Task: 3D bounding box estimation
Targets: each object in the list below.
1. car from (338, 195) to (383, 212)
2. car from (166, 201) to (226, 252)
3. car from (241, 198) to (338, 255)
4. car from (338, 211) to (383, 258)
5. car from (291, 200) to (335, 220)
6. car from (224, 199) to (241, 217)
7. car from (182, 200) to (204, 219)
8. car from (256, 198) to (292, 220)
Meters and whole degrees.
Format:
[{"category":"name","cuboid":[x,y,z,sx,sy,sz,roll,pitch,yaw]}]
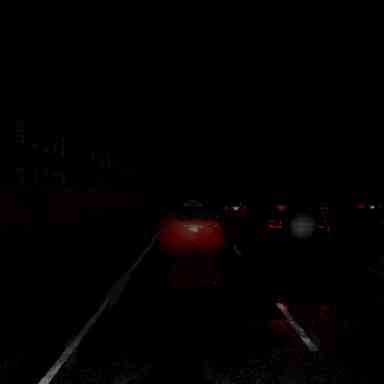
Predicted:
[{"category":"car","cuboid":[14.082,1.287,28.615,2.150,2.045,5.566,0,0,0]},{"category":"car","cuboid":[0.083,1.385,14.107,2.097,1.767,4.553,0,0,0]},{"category":"car","cuboid":[3.582,1.252,13.569,2.150,2.045,5.566,0,0,0]},{"category":"car","cuboid":[7.080,1.631,12.891,1.895,1.301,4.718,0,0,0]},{"category":"car","cuboid":[10.584,1.561,29.565,2.128,1.511,4.902,0,0,0]},{"category":"car","cuboid":[3.583,1.421,29.318,2.097,1.767,4.553,0,0,0]},{"category":"car","cuboid":[0.087,1.551,31.139,1.882,1.535,5.008,0,0,0]},{"category":"car","cuboid":[7.083,1.421,29.306,2.097,1.767,4.553,0,0,0]}]
